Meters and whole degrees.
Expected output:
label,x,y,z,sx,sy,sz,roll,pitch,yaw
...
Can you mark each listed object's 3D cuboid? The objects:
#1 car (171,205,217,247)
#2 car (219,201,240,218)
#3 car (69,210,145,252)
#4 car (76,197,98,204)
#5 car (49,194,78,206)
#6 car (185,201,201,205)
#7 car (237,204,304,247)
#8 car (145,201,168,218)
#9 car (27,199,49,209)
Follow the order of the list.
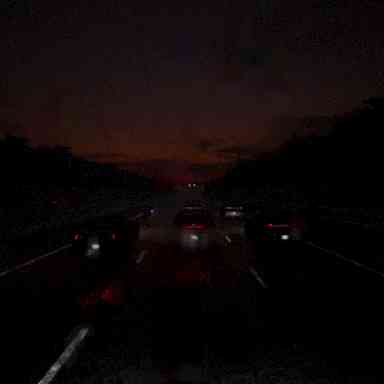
label,x,y,z,sx,sy,sz,roll,pitch,yaw
car,0.088,1.542,15.246,1.837,1.490,4.892,0,0,0
car,3.589,1.571,30.546,2.128,1.511,4.902,0,0,0
car,-3.415,1.636,14.022,1.895,1.301,4.718,0,0,0
car,-14.078,1.691,46.251,1.994,1.385,4.181,0,0,0
car,-17.574,1.352,46.821,2.150,2.045,5.566,0,0,0
car,0.089,1.571,30.521,2.128,1.511,4.902,0,0,0
car,3.588,1.529,15.218,2.128,1.511,4.902,0,0,0
car,-3.407,1.608,31.549,1.812,1.442,4.674,0,0,0
car,-21.072,1.691,46.246,1.994,1.385,4.181,0,0,0
